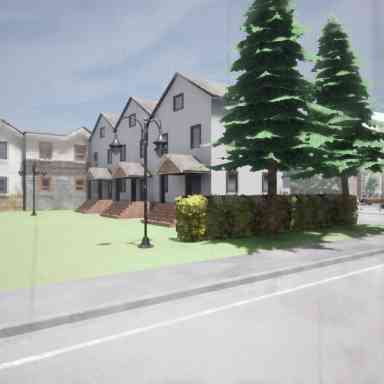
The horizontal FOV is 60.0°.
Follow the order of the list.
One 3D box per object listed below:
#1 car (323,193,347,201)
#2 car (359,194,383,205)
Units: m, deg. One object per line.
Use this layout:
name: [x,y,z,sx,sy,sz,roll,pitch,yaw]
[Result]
car: [32.154,1.097,74.745,1.932,1.855,4.605,0,0,-36]
car: [27.287,1.097,49.291,1.932,1.855,4.605,0,0,-36]
